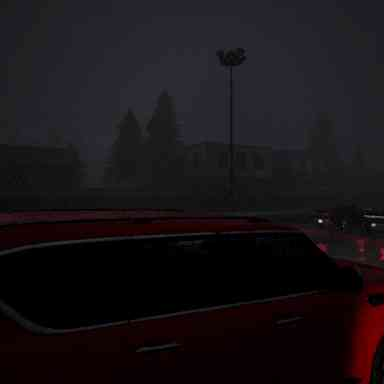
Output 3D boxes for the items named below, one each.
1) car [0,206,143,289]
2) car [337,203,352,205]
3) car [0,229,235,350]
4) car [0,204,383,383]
[{"bbox_3d":[-3.884,1.351,9.218,4.553,1.767,2.097,0,0,-31],"label":"car"},{"bbox_3d":[9.867,1.501,21.397,4.892,1.490,1.837,0,0,-31],"label":"car"},{"bbox_3d":[-1.632,1.600,6.483,4.718,1.301,1.895,0,0,-31],"label":"car"},{"bbox_3d":[0.132,1.213,3.446,5.566,2.045,2.150,1,-1,-31],"label":"car"}]
